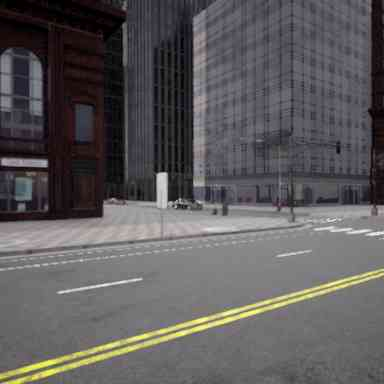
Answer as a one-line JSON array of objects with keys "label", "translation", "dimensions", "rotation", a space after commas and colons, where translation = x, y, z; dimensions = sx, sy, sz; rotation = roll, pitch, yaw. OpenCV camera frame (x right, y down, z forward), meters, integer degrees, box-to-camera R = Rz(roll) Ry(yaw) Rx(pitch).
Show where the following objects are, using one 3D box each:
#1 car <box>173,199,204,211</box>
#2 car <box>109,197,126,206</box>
[{"label": "car", "translation": [-0.500, 1.612, 41.288], "dimensions": [1.837, 1.490, 4.892], "rotation": [0, 0, -35]}, {"label": "car", "translation": [-13.535, 1.692, 60.089], "dimensions": [1.812, 1.442, 4.674], "rotation": [0, 0, -35]}]
